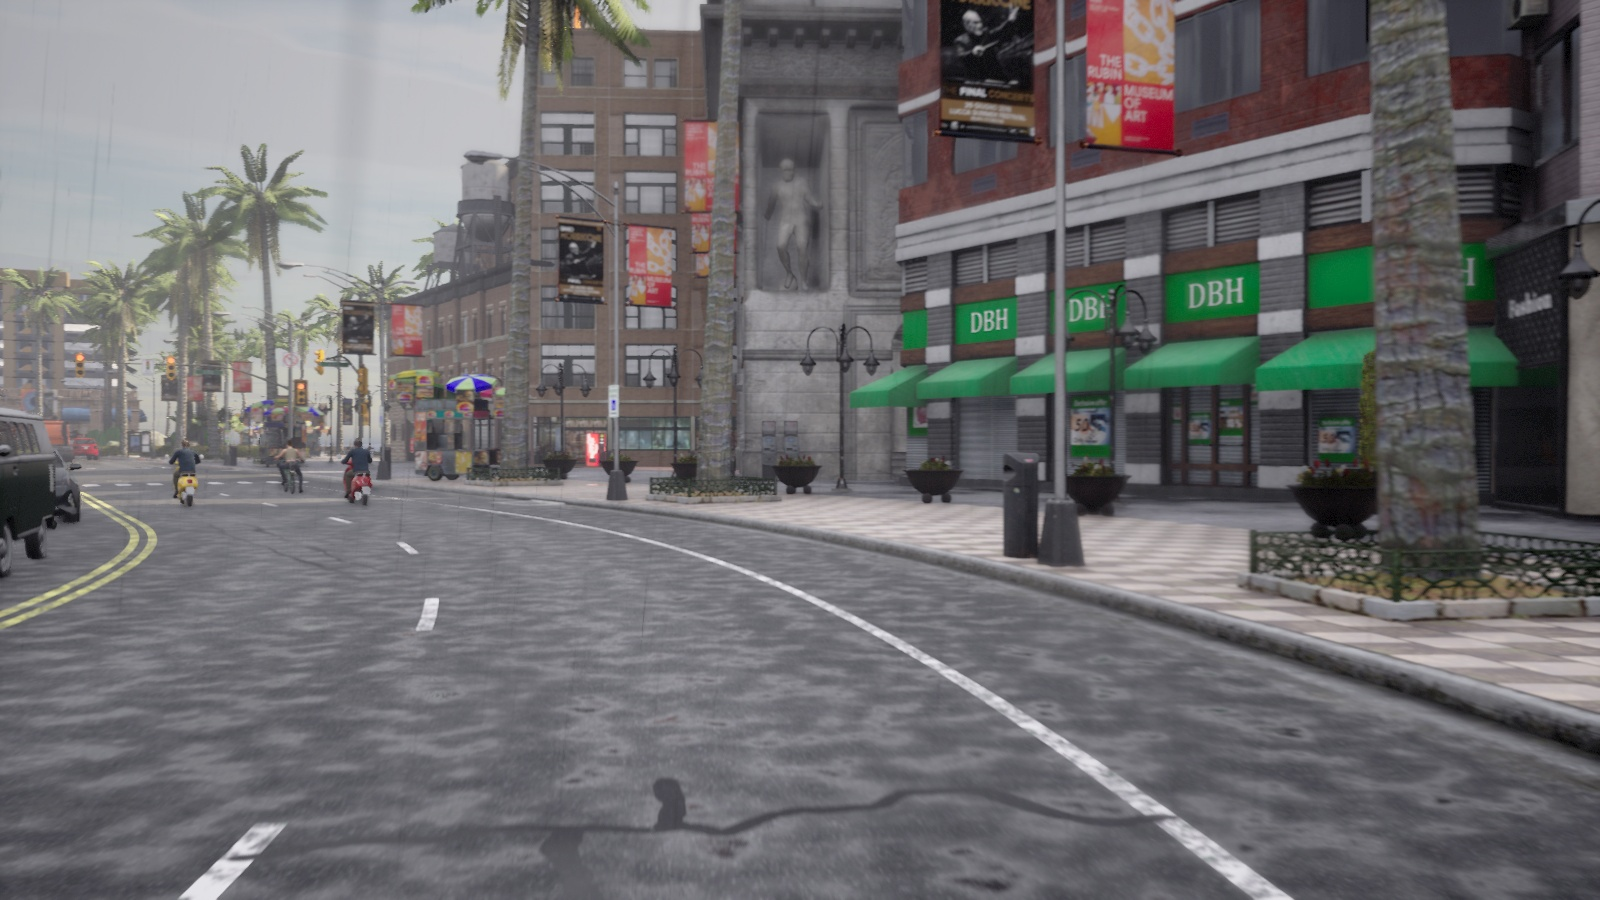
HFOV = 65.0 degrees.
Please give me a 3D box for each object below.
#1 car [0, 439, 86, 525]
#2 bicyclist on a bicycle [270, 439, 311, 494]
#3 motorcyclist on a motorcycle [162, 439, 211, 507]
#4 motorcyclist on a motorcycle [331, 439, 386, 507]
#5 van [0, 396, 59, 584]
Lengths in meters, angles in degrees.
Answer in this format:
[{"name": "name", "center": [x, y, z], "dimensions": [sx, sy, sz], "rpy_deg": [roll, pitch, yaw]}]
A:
[{"name": "car", "center": [-15.171, 0.554, 24.423], "dimensions": [2.007, 1.525, 4.514], "rpy_deg": [0, 0, -33]}, {"name": "bicyclist on a bicycle", "center": [-15.233, 0.470, 37.511], "dimensions": [0.866, 1.612, 1.509], "rpy_deg": [0, 1, -33]}, {"name": "motorcyclist on a motorcycle", "center": [-14.899, 0.527, 30.479], "dimensions": [0.866, 1.590, 1.817], "rpy_deg": [0, 0, -33]}, {"name": "motorcyclist on a motorcycle", "center": [-10.711, 0.527, 30.433], "dimensions": [0.866, 1.590, 1.817], "rpy_deg": [0, 0, -33]}, {"name": "van", "center": [-10.031, 0.416, 14.691], "dimensions": [1.775, 1.987, 4.442], "rpy_deg": [0, 0, -23]}]
